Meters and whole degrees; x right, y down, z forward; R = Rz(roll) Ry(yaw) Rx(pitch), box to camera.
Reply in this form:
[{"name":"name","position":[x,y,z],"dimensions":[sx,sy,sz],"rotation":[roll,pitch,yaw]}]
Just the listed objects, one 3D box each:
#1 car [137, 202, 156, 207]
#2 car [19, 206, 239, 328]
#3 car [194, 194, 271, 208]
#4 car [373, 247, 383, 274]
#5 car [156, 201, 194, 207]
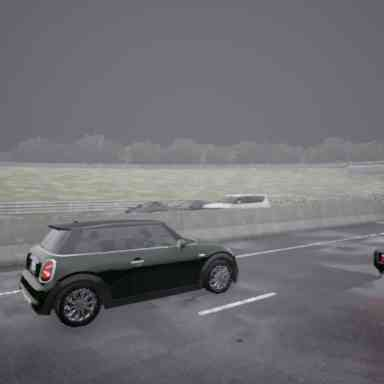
[{"name":"car","position":[-3.404,1.517,27.357],"dimensions":[4.181,1.385,1.994],"rotation":[0,0,-35]},{"name":"car","position":[-1.131,1.348,7.242],"dimensions":[4.553,1.767,2.097],"rotation":[0,0,-36]},{"name":"car","position":[3.183,1.157,23.456],"dimensions":[5.566,2.045,2.150],"rotation":[-1,0,-35]},{"name":"car","position":[6.723,1.570,8.549],"dimensions":[4.718,1.301,1.895],"rotation":[0,0,-36]},{"name":"car","position":[0.065,1.422,25.530],"dimensions":[5.008,1.535,1.882],"rotation":[0,0,-35]}]
